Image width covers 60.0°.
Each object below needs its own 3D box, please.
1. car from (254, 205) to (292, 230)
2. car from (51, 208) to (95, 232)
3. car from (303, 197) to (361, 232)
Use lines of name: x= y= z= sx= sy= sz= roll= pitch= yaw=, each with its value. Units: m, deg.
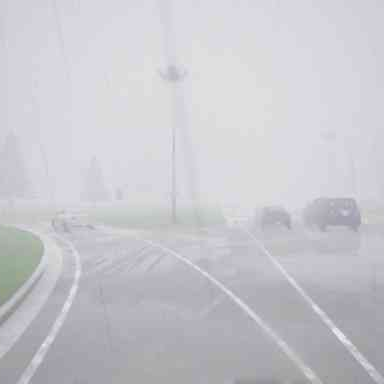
car: x=5.430 y=1.680 z=22.613 sx=1.837 sy=1.490 sz=4.892 roll=0 pitch=-1 yaw=4
car: x=-7.981 y=1.785 z=22.238 sx=1.812 sy=1.442 sz=4.674 roll=0 pitch=-1 yaw=-36
car: x=8.856 y=1.364 z=21.479 sx=2.150 sy=2.045 sz=5.566 roll=0 pitch=-1 yaw=4
